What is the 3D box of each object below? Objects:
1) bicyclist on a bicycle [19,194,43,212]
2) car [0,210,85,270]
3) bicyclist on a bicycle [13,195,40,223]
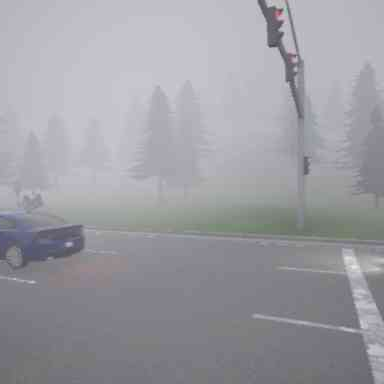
[{"bbox_3d":[-9.674,0.902,20.461,0.582,1.620,1.656,23,-9,13],"label":"bicyclist on a bicycle"},{"bbox_3d":[-5.689,1.328,10.484,5.008,1.535,1.882,0,1,26],"label":"car"},{"bbox_3d":[-10.292,1.007,20.759,0.582,1.620,1.656,3,2,11],"label":"bicyclist on a bicycle"}]
